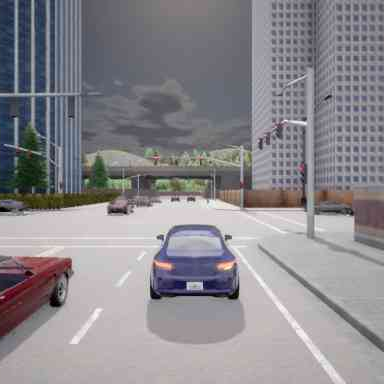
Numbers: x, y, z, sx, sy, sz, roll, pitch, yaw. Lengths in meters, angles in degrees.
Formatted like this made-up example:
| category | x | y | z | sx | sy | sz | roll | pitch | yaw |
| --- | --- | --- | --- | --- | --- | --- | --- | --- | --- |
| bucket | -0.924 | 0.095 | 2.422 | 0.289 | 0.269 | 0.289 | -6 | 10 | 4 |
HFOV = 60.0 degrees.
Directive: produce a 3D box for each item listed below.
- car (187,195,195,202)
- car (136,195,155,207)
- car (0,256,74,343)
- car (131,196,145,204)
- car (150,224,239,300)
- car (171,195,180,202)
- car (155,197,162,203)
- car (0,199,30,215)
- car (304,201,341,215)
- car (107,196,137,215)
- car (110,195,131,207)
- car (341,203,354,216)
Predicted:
| category | x | y | z | sx | sy | sz | roll | pitch | yaw |
| --- | --- | --- | --- | --- | --- | --- | --- | --- | --- |
| car | -0.162 | 1.477 | 74.568 | 1.837 | 1.490 | 4.892 | 0 | 0 | 0 |
| car | -7.203 | 1.354 | 50.086 | 2.097 | 1.767 | 4.553 | 0 | 0 | 0 |
| car | -3.450 | 1.601 | 5.023 | 1.895 | 1.301 | 4.718 | 0 | 0 | 0 |
| car | -10.665 | 1.492 | 65.981 | 2.128 | 1.511 | 4.902 | 0 | 0 | 0 |
| car | 0.060 | 1.526 | 8.292 | 1.812 | 1.442 | 4.674 | 0 | 0 | 0 |
| car | -3.662 | 1.501 | 74.560 | 1.812 | 1.442 | 4.674 | 0 | 0 | 0 |
| car | -7.164 | 1.601 | 66.494 | 1.895 | 1.301 | 4.718 | 0 | 0 | 0 |
| car | -18.755 | 1.491 | 33.034 | 4.902 | 1.511 | 2.128 | 0 | 0 | -6 |
| car | 13.557 | 1.564 | 33.508 | 4.181 | 1.385 | 1.994 | 0 | 0 | 0 |
| car | -7.174 | 1.477 | 33.670 | 1.882 | 1.535 | 5.008 | 0 | 0 | 0 |
| car | -10.704 | 1.352 | 50.208 | 2.097 | 1.767 | 4.553 | 0 | 0 | 0 |
| car | 16.223 | 1.564 | 30.001 | 4.181 | 1.385 | 1.994 | 0 | 0 | 0 |
